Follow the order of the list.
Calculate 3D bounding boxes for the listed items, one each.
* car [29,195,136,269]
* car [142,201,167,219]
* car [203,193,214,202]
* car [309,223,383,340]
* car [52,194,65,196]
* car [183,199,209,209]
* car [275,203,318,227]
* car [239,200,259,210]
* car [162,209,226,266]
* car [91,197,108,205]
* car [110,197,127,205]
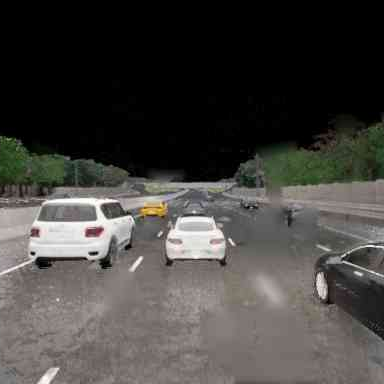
[{"bbox_3d":[-3.382,1.224,11.335,2.150,2.045,5.566,0,0,0],"label":"car"},{"bbox_3d":[-3.298,1.505,29.874,1.882,1.535,5.008,0,0,0],"label":"car"},{"bbox_3d":[4.197,1.648,81.381,1.812,1.442,4.674,0,0,1],"label":"car"},{"bbox_3d":[3.505,1.507,5.201,1.837,1.490,4.892,0,0,0],"label":"car"},{"bbox_3d":[-24.128,1.305,60.102,2.150,2.045,5.566,0,0,1],"label":"car"},{"bbox_3d":[0.197,1.591,29.073,1.994,1.385,4.181,0,0,0],"label":"car"},{"bbox_3d":[7.009,1.510,22.757,2.128,1.511,4.902,0,0,2],"label":"car"},{"bbox_3d":[7.294,1.660,42.923,1.895,1.301,4.718,0,0,1],"label":"car"},{"bbox_3d":[0.119,1.529,11.480,1.812,1.442,4.674,0,0,0],"label":"car"},{"bbox_3d":[-17.108,1.615,61.860,1.812,1.442,4.674,0,0,1],"label":"car"},{"bbox_3d":[-13.606,1.638,61.860,2.033,1.411,5.357,0,0,1],"label":"car"}]
